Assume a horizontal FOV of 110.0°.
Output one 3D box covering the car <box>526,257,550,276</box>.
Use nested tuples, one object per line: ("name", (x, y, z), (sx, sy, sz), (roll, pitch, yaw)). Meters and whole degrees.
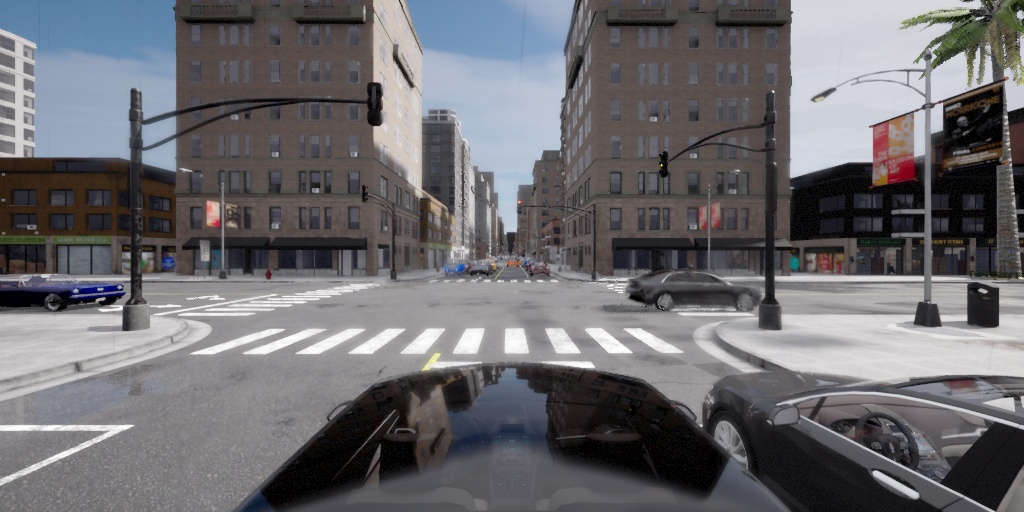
("car", (2.732, 1.192, 36.379), (1.967, 1.591, 4.097), (0, 0, 0))

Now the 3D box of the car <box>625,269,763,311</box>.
("car", (6.869, 1.269, 13.735), (4.892, 1.490, 1.837), (0, 0, 0))

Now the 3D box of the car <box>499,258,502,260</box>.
("car", (-2.987, 1.354, 56.206), (1.895, 1.301, 4.718), (0, 0, 0))

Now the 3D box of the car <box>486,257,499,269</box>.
("car", (-3.016, 1.231, 46.287), (1.882, 1.535, 5.008), (0, 0, 0))

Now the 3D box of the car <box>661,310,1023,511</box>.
("car", (2.668, 1.300, 1.729), (2.007, 1.370, 4.403), (0, 0, 0))

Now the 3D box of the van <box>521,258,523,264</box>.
("van", (2.779, 1.094, 59.056), (1.690, 1.789, 3.998), (0, 0, 0))

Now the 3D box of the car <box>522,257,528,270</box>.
("car", (2.755, 1.193, 47.717), (1.967, 1.591, 4.097), (0, 0, 0))

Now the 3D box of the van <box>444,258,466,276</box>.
("van", (-5.794, 1.093, 36.395), (1.690, 1.789, 3.998), (0, 0, 0))

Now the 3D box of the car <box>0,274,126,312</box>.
("car", (-17.762, 1.329, 13.544), (4.718, 1.301, 1.895), (0, 0, 0))

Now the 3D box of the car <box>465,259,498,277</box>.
("car", (-3.009, 1.300, 36.585), (2.033, 1.411, 5.357), (0, 0, 4))
